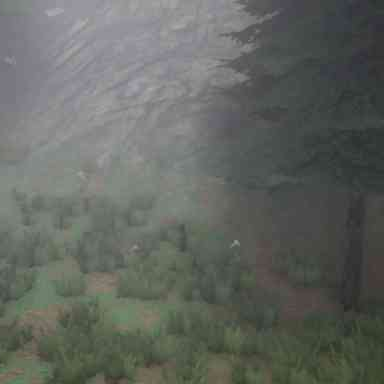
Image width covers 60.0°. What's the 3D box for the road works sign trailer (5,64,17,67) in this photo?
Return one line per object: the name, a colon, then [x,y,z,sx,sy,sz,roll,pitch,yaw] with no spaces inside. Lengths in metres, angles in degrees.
road works sign trailer: [-12.688,-8.713,19.252,2.380,3.560,2.880,-14,17,18]
